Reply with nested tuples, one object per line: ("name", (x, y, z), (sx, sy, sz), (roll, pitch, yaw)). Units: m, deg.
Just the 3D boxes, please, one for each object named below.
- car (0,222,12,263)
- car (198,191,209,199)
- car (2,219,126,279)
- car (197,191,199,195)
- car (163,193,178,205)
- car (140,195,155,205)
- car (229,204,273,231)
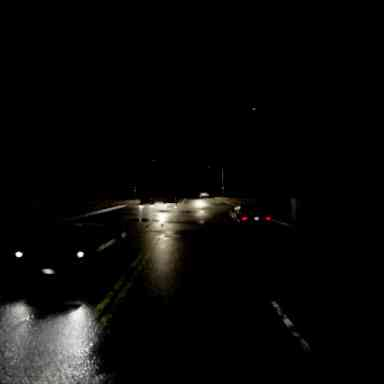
("car", (-6.602, 1.434, 8.797), (2.128, 1.511, 4.902), (0, 0, 0))
("car", (3.240, 1.049, 83.156), (1.895, 1.301, 4.718), (0, 0, 0))
("car", (-3.352, 1.535, 9.973), (1.895, 1.301, 4.718), (0, 0, 0))
("car", (3.238, 0.724, 94.094), (2.097, 1.767, 4.553), (0, 0, 0))
("car", (-3.331, 1.014, 52.034), (2.097, 1.767, 4.553), (0, 0, 0))
("car", (-6.586, 1.181, 49.421), (1.837, 1.490, 4.892), (0, 1, 0))
("car", (3.347, 1.419, 19.728), (2.033, 1.411, 5.357), (0, 0, 0))
